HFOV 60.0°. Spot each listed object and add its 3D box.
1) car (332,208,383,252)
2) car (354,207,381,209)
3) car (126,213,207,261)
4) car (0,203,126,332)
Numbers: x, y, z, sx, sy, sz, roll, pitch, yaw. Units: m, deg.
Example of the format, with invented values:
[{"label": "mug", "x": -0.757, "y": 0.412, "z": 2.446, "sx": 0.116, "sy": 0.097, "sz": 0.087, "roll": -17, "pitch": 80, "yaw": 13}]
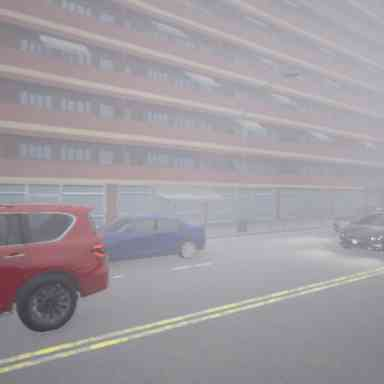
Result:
[{"label": "car", "x": 8.042, "y": 1.603, "z": 13.711, "sx": 4.892, "sy": 1.490, "sz": 1.837, "roll": 0, "pitch": 0, "yaw": -34}, {"label": "car", "x": 10.155, "y": 1.624, "z": 19.347, "sx": 4.902, "sy": 1.511, "sz": 2.128, "roll": 0, "pitch": 0, "yaw": -34}, {"label": "car", "x": -1.820, "y": 1.509, "z": 11.210, "sx": 5.008, "sy": 1.535, "sz": 1.882, "roll": 1, "pitch": 0, "yaw": -34}, {"label": "car", "x": -4.139, "y": 1.217, "z": 5.333, "sx": 5.566, "sy": 2.045, "sz": 2.150, "roll": 0, "pitch": 0, "yaw": -35}]
